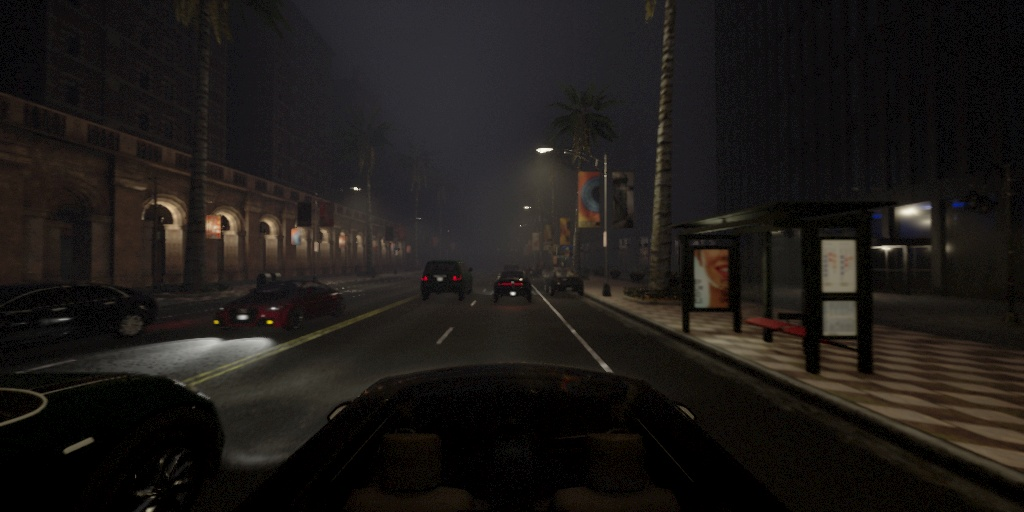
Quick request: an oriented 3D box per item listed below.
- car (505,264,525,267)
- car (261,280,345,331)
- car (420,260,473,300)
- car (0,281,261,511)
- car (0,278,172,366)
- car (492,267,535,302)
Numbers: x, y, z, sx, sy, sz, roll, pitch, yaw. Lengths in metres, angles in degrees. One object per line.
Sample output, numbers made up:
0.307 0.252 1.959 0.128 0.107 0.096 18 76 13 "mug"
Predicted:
-0.040 1.602 37.068 2.097 1.767 4.553 0 -1 0 "car"
-7.101 1.458 11.448 1.994 1.385 4.181 0 -1 0 "car"
-3.468 1.233 19.864 2.150 2.045 5.566 0 -1 0 "car"
-3.488 1.098 1.127 2.097 1.767 4.553 0 -1 1 "car"
-10.601 1.350 7.756 1.837 1.490 4.892 0 -1 0 "car"
0.032 1.498 18.865 1.837 1.490 4.892 0 -1 0 "car"
